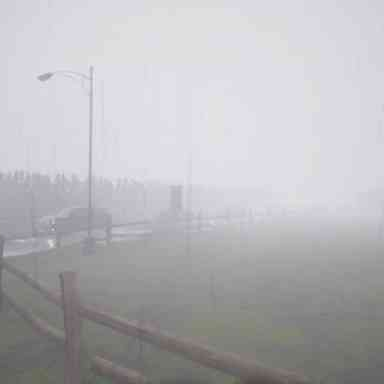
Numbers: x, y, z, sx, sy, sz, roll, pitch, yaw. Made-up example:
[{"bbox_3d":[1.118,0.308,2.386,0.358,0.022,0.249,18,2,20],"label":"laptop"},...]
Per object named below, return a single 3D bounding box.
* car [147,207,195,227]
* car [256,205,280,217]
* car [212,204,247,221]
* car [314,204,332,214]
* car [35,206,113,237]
[{"bbox_3d":[-1.690,2.004,27.736,2.128,1.511,4.902,-1,-2,36],"label":"car"},{"bbox_3d":[10.095,2.497,43.856,1.812,1.442,4.674,-1,-2,36],"label":"car"},{"bbox_3d":[4.021,2.088,35.596,2.097,1.767,4.553,-1,-2,36],"label":"car"},{"bbox_3d":[21.716,2.786,54.979,1.882,1.535,5.008,-1,-2,36],"label":"car"},{"bbox_3d":[-7.068,1.650,20.235,2.097,1.767,4.553,-1,-2,35],"label":"car"}]
